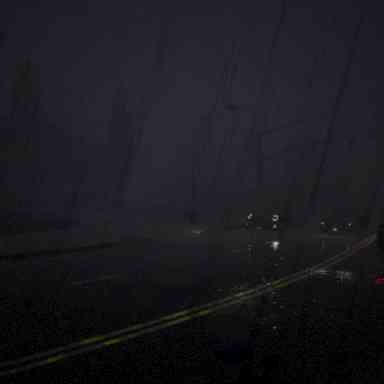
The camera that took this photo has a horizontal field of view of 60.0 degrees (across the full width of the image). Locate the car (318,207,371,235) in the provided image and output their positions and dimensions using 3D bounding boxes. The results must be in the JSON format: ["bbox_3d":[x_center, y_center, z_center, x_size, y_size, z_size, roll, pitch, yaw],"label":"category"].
[{"bbox_3d":[9.147,1.582,19.508,2.033,1.411,5.357,0,0,39],"label":"car"}]

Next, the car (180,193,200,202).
[{"bbox_3d":[-0.274,1.653,76.919,1.970,1.475,3.806,0,0,39],"label":"car"}]

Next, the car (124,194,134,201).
[{"bbox_3d":[-17.661,1.522,91.232,1.905,1.878,3.866,0,0,39],"label":"car"}]

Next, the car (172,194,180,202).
[{"bbox_3d":[-2.501,1.428,78.771,1.905,1.878,3.866,0,0,39],"label":"car"}]

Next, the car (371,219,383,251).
[{"bbox_3d":[8.862,1.492,13.370,1.882,1.535,5.008,0,0,39],"label":"car"}]

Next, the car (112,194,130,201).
[{"bbox_3d":[-19.859,1.533,93.116,1.932,1.855,4.605,0,0,39],"label":"car"}]

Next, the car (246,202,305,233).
[{"bbox_3d":[5.085,1.402,20.045,2.097,1.767,4.553,0,0,39],"label":"car"}]
